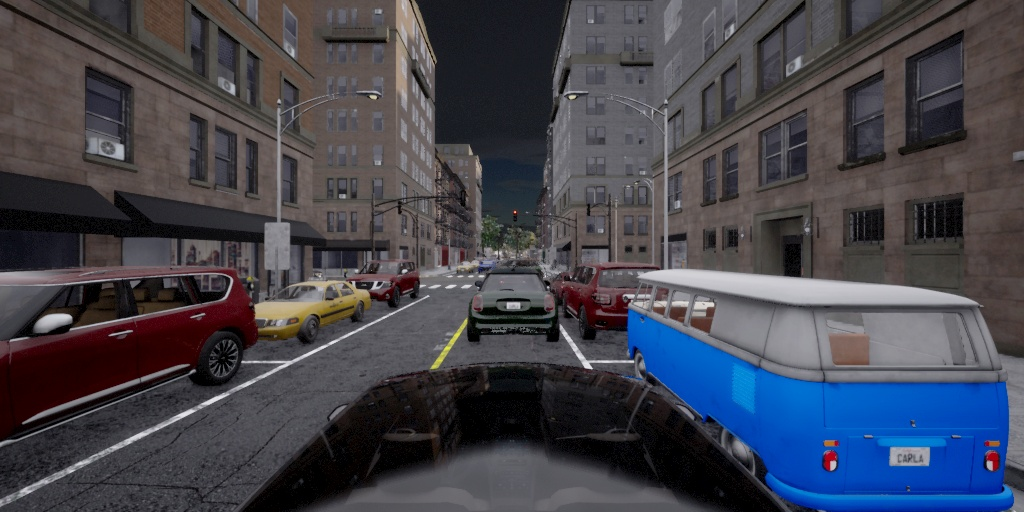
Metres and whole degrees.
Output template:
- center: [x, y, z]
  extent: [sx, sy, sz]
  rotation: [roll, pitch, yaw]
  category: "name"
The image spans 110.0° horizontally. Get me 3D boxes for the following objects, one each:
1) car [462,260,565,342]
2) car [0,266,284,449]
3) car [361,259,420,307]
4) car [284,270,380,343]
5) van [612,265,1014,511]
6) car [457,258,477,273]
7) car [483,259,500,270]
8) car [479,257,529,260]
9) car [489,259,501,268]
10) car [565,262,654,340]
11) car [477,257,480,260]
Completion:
- center: [0.017, 1.102, 9.940]
  extent: [2.097, 1.767, 4.553]
  rotation: [0, 0, 0]
  category: "car"
- center: [-5.403, 1.065, 4.212]
  extent: [2.192, 1.841, 5.009]
  rotation: [0, 0, 0]
  category: "car"
- center: [-5.429, 1.064, 15.568]
  extent: [2.192, 1.841, 5.009]
  rotation: [0, 0, 0]
  category: "car"
- center: [-5.416, 1.275, 9.719]
  extent: [1.751, 1.417, 4.829]
  rotation: [0, 0, 0]
  category: "car"
- center: [2.633, 1.091, 4.226]
  extent: [1.690, 1.789, 3.998]
  rotation: [0, 0, 0]
  category: "van"
- center: [-5.501, 1.274, 42.405]
  extent: [1.751, 1.417, 4.829]
  rotation: [0, 0, 0]
  category: "car"
- center: [-2.949, 1.241, 52.791]
  extent: [2.128, 1.511, 4.902]
  rotation: [0, 0, 0]
  category: "car"
- center: [0.159, 1.091, 27.597]
  extent: [4.553, 1.767, 2.097]
  rotation: [0, 1, -36]
  category: "car"
- center: [-2.944, 1.315, 62.851]
  extent: [1.994, 1.385, 4.181]
  rotation: [0, 0, 0]
  category: "car"
- center: [2.621, 1.065, 9.905]
  extent: [2.192, 1.841, 5.009]
  rotation: [0, 0, 0]
  category: "car"
- center: [-2.930, 1.227, 42.824]
  extent: [1.882, 1.535, 5.008]
  rotation: [0, 0, 0]
  category: "car"
